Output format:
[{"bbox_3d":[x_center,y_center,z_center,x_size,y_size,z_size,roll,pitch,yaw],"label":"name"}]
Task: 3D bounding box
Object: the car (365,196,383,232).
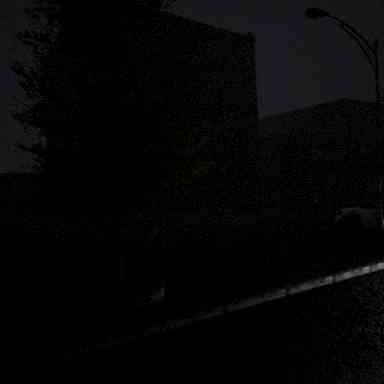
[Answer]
[{"bbox_3d":[12.120,1.260,17.604,2.185,1.767,4.553,0,0,-35],"label":"car"}]
